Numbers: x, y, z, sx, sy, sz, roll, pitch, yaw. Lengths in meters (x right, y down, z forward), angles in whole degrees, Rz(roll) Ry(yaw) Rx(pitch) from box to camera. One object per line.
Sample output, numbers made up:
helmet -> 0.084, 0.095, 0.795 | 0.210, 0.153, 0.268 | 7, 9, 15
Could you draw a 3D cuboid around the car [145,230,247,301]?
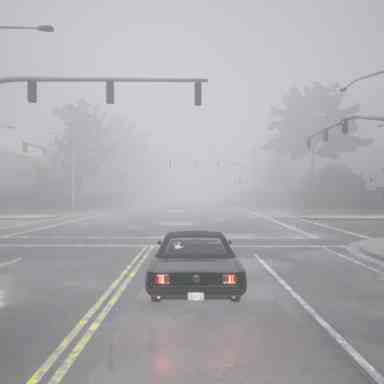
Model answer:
car -> 0.066, 1.601, 8.242 | 1.895, 1.301, 4.718 | 0, 0, 0
